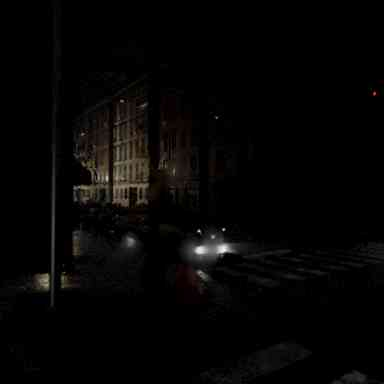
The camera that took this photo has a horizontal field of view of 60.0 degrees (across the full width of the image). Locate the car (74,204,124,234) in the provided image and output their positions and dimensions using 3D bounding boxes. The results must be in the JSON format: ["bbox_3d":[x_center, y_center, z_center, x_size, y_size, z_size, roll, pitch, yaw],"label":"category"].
[{"bbox_3d":[-5.362,1.692,20.215,2.008,1.369,4.403,0,0,-35],"label":"car"}]

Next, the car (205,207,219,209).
[{"bbox_3d":[1.207,1.785,24.825,1.802,1.307,4.206,0,0,-35],"label":"car"}]

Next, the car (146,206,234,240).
[{"bbox_3d":[-0.414,1.700,17.637,2.033,1.411,5.357,1,0,-32],"label":"car"}]

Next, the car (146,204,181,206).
[{"bbox_3d":[-1.908,1.778,29.252,1.947,1.339,4.313,0,0,-35],"label":"car"}]

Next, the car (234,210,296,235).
[{"bbox_3d":[4.322,1.759,20.398,1.947,1.339,4.313,0,0,-35],"label":"car"}]

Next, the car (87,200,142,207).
[{"bbox_3d":[-6.124,1.660,25.712,2.128,1.511,4.902,1,0,-35],"label":"car"}]

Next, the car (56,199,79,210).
[{"bbox_3d":[-17.734,1.732,47.343,1.837,1.490,4.892,1,0,-35],"label":"car"}]

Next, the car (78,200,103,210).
[{"bbox_3d":[-14.365,1.795,46.959,2.008,1.369,4.403,1,0,-35],"label":"car"}]

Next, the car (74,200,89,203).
[{"bbox_3d":[-12.011,1.786,34.095,1.895,1.301,4.718,1,0,-35],"label":"car"}]

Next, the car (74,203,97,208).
[{"bbox_3d":[-8.476,1.716,24.642,1.947,1.339,4.313,0,0,-35],"label":"car"}]

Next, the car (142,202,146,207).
[{"bbox_3d":[-5.120,1.746,33.818,1.752,1.417,4.829,0,0,-35],"label":"car"}]

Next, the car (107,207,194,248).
[{"bbox_3d":[-2.149,1.657,15.649,1.752,1.417,4.829,0,0,-35],"label":"car"}]
